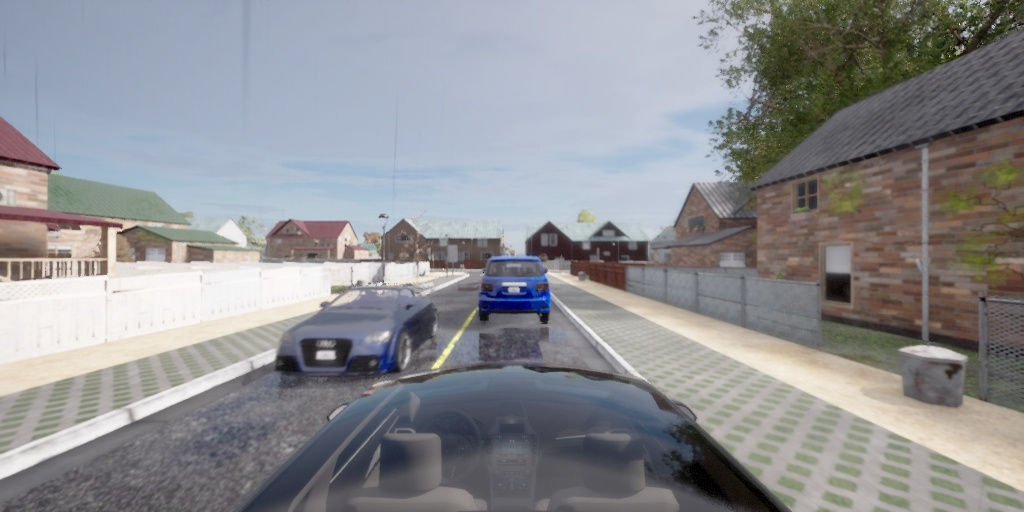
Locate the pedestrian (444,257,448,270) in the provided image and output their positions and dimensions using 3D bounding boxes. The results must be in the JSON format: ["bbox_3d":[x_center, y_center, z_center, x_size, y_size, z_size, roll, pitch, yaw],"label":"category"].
[{"bbox_3d":[-9.284,0.970,50.031,0.375,1.860,0.375,0,-1,1],"label":"pedestrian"}]

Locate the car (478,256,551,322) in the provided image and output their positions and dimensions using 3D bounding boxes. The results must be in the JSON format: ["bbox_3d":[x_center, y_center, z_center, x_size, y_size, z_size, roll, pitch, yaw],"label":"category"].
[{"bbox_3d":[0.100,1.013,12.547,2.150,2.045,5.566,0,0,1],"label":"car"}]

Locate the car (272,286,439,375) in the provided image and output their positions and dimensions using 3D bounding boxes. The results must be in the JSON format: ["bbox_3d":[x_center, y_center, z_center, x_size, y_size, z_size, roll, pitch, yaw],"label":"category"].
[{"bbox_3d":[-2.842,1.334,7.472,1.994,1.385,4.181,0,0,0],"label":"car"}]
